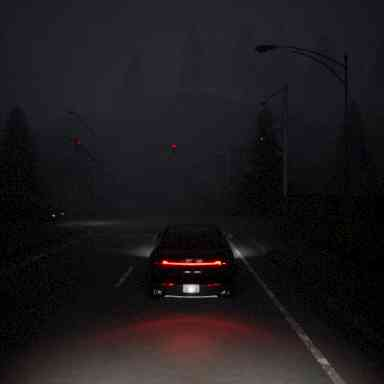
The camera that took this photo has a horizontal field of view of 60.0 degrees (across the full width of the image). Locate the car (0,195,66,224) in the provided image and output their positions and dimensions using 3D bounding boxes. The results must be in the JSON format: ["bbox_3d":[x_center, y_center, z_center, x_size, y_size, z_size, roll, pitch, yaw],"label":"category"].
[{"bbox_3d":[-12.128,1.221,24.049,5.566,2.045,2.150,0,0,1],"label":"car"}]

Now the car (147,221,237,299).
[{"bbox_3d":[0.026,1.505,8.458,1.837,1.490,4.892,0,0,1],"label":"car"}]
